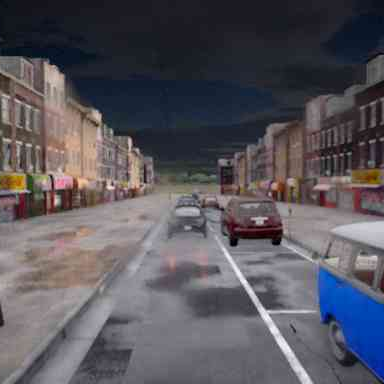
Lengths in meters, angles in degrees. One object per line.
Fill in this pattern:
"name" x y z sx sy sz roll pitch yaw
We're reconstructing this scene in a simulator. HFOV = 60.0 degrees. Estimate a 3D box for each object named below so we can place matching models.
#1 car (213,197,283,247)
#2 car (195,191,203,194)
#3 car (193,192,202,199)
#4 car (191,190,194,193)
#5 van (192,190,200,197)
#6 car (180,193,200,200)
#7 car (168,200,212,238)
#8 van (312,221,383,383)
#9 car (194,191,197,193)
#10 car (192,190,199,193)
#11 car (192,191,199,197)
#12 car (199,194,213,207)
"car" 2.365 1.142 14.209 2.192 1.841 5.009 -2 1 -1
"car" 1.743 0.986 47.568 1.752 1.417 4.829 -2 1 -1
"car" 1.228 0.746 75.055 1.802 1.307 4.206 -2 1 -1
"car" 1.331 0.789 69.523 1.947 1.339 4.313 -2 1 -1
"van" 1.013 0.386 86.115 1.690 1.788 3.998 -2 1 -1
"car" -0.539 1.167 34.356 2.033 1.411 5.357 0 1 -1
"car" -0.219 1.341 16.506 1.812 1.442 4.674 0 1 -1
"van" 2.573 1.291 3.147 1.690 1.788 3.998 -2 1 -1
"car" 1.643 0.953 52.930 2.008 1.369 4.403 -2 1 -1
"car" 1.435 0.849 63.992 1.947 1.339 4.313 -2 1 -1
"car" 0.912 0.426 91.647 1.967 1.590 4.097 -2 1 -1
"car" 1.956 1.166 36.337 1.802 1.307 4.206 -2 1 -1
